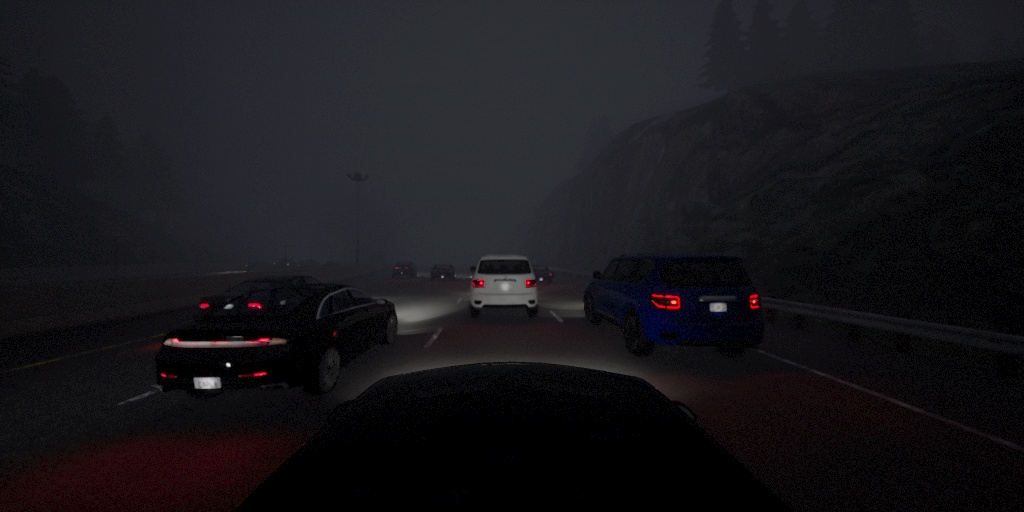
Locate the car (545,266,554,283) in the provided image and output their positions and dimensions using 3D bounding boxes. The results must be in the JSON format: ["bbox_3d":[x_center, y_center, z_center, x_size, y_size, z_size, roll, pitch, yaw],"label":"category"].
[{"bbox_3d":[1.746,1.321,27.108,1.895,1.301,4.718,0,0,-7],"label":"car"}]

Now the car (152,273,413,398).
[{"bbox_3d":[-3.567,1.244,6.548,2.128,1.511,4.902,0,0,-2],"label":"car"}]

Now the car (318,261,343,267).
[{"bbox_3d":[-24.219,1.354,48.308,1.895,1.301,4.718,0,0,-15],"label":"car"}]

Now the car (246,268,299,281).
[{"bbox_3d":[-7.255,1.303,11.502,2.033,1.411,5.357,0,0,-3],"label":"car"}]

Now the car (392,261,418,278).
[{"bbox_3d":[-9.823,1.230,33.028,2.128,1.511,4.902,0,0,-10],"label":"car"}]

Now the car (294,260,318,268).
[{"bbox_3d":[-28.449,1.238,50.384,1.882,1.535,5.008,0,0,-16],"label":"car"}]

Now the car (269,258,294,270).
[{"bbox_3d":[-32.418,1.120,51.321,2.097,1.767,4.553,0,0,-17],"label":"car"}]

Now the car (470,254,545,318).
[{"bbox_3d":[-0.369,0.961,13.203,2.150,2.045,5.566,0,0,-4],"label":"car"}]

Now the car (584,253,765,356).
[{"bbox_3d":[3.371,0.957,8.726,2.150,2.045,5.566,0,0,-2],"label":"car"}]

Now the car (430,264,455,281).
[{"bbox_3d":[-5.782,1.334,30.250,1.895,1.301,4.718,0,0,-9],"label":"car"}]

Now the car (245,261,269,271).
[{"bbox_3d":[-35.894,1.376,50.826,1.895,1.301,4.718,0,0,-17],"label":"car"}]
